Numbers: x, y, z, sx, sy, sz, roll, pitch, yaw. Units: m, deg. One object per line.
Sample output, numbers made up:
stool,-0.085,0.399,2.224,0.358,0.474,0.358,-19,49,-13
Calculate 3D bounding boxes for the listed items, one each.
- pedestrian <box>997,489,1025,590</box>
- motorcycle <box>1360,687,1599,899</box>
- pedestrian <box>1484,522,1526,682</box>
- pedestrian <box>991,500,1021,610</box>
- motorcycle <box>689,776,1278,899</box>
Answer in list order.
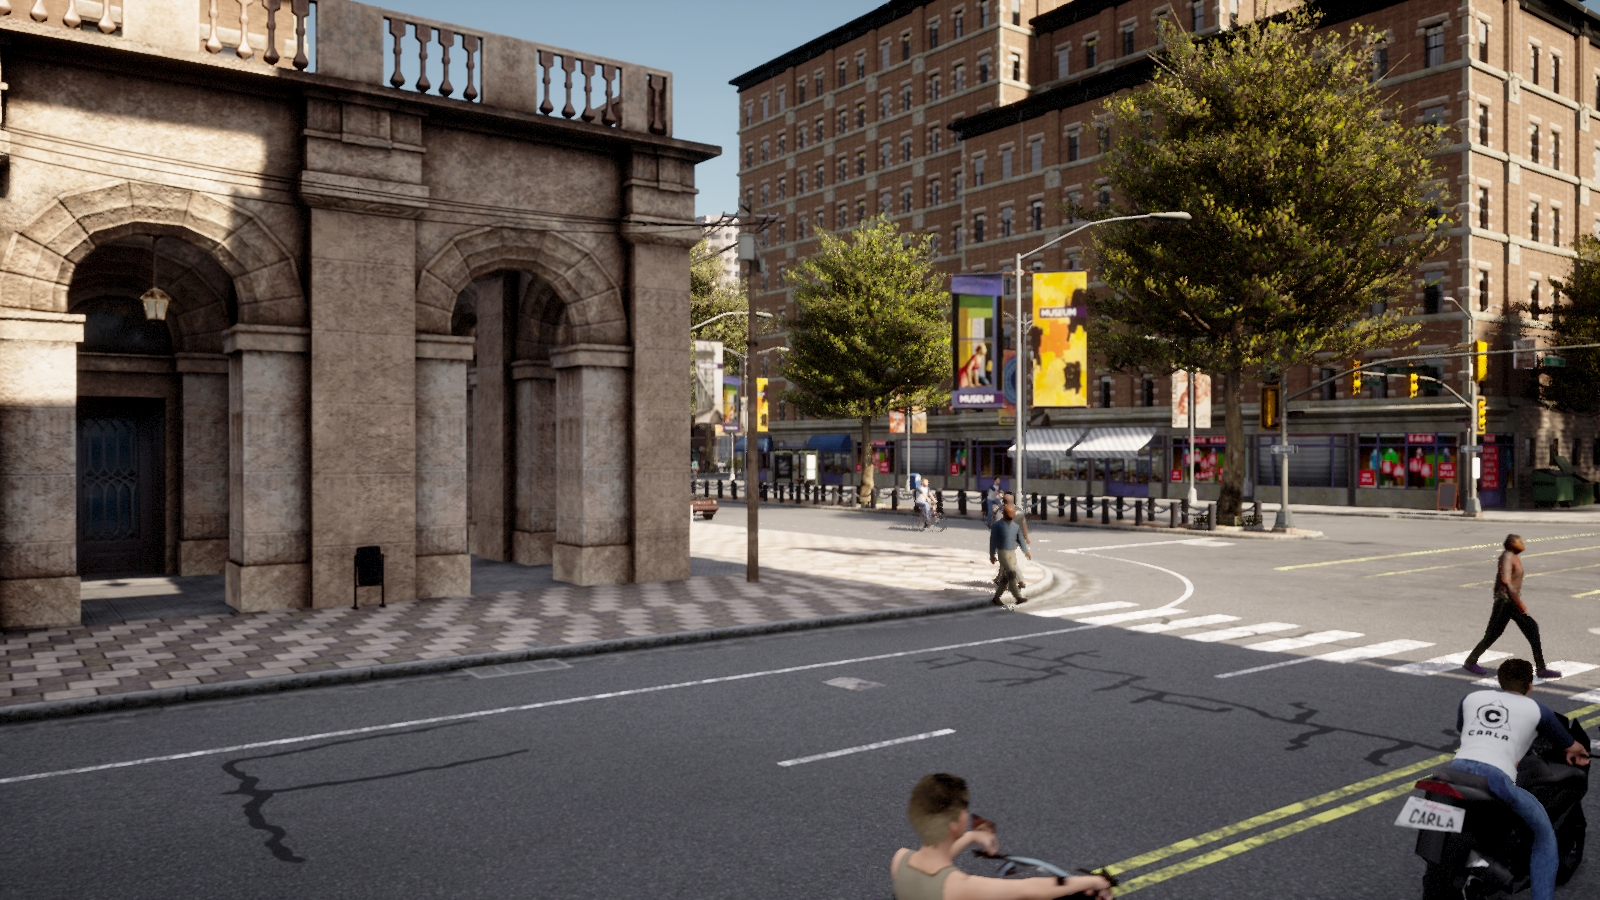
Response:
pedestrian,3.952,1.663,21.395,0.375,1.860,0.375,0,0,-26
motorcycle,4.289,2.197,6.859,2.033,1.145,0.803,-1,0,-36
pedestrian,8.529,1.818,13.822,0.375,1.860,0.375,0,0,42
pedestrian,3.587,1.816,19.896,0.375,1.860,0.375,0,0,-25
motorcycle,0.794,2.161,4.333,2.356,1.277,0.764,0,0,-36
